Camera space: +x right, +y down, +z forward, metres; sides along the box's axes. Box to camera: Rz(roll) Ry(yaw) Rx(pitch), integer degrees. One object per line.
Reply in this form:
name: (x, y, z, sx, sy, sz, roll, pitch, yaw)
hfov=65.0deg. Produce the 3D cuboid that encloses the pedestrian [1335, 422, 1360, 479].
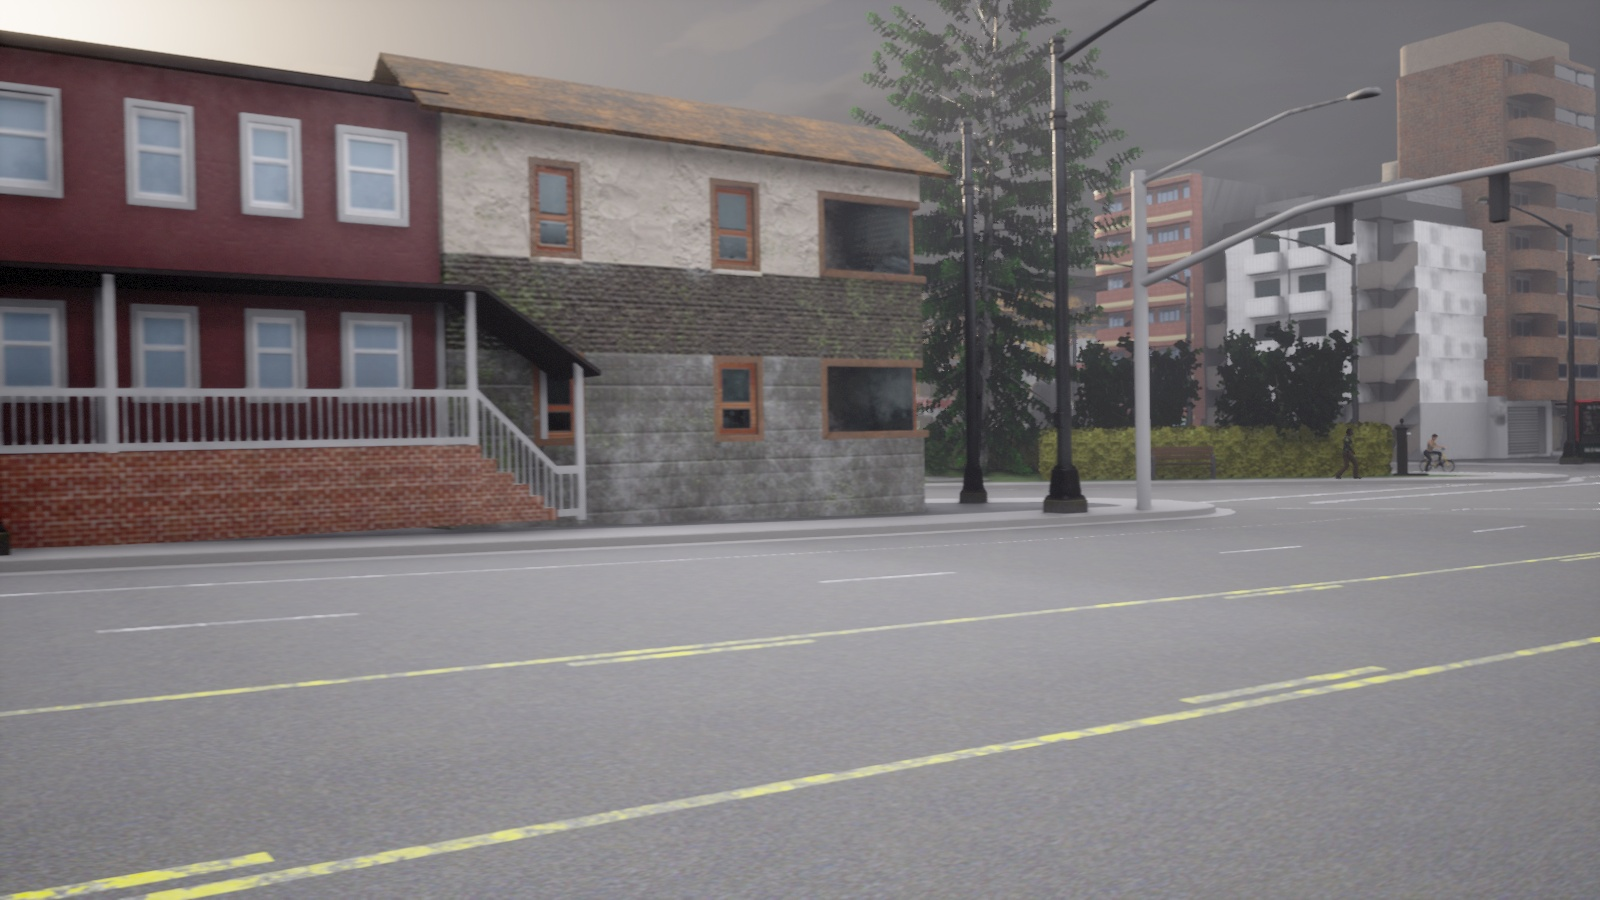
pedestrian: (18.864, 0.014, 43.292, 0.692, 1.930, 0.395, -1, 1, 13)

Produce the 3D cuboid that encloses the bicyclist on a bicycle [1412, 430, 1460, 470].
bicyclist on a bicycle: (26.208, 0.014, 51.739, 0.866, 1.612, 1.509, -2, 1, -34)
